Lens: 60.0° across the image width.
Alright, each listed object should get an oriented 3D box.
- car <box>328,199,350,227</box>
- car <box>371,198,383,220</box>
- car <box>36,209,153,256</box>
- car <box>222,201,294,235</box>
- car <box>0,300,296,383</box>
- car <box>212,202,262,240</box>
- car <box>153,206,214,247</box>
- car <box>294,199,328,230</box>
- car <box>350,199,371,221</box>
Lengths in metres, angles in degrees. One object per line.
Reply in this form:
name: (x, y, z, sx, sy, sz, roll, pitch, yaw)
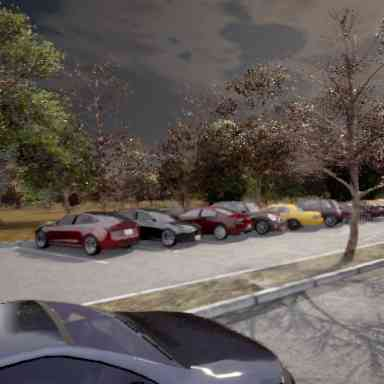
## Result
car: (7.674, 1.281, 22.096, 4.553, 1.767, 2.185, -1, 0, 32)
car: (12.302, 1.416, 25.779, 4.674, 1.452, 2.002, -1, 0, 32)
car: (-4.194, 1.517, 13.202, 4.792, 1.488, 2.163, -1, 0, 34)
car: (2.932, 1.314, 18.522, 4.553, 1.767, 2.185, -1, -1, 33)
car: (-1.116, 1.563, 2.365, 4.181, 1.385, 1.994, 0, 0, -36)
car: (0.599, 1.454, 16.709, 5.008, 1.535, 2.097, -1, 0, 33)
car: (-1.749, 1.500, 14.931, 4.792, 1.488, 2.163, -1, -1, 34)
car: (5.152, 1.423, 20.397, 5.366, 1.575, 1.946, -1, 0, 33)
car: (9.984, 1.431, 23.937, 4.674, 1.452, 2.002, -1, 0, 32)
